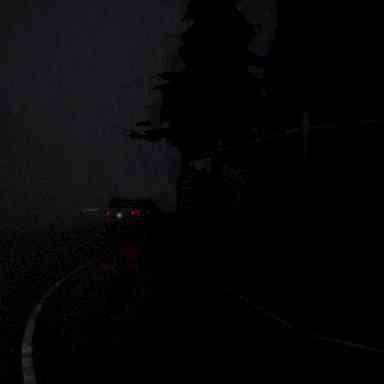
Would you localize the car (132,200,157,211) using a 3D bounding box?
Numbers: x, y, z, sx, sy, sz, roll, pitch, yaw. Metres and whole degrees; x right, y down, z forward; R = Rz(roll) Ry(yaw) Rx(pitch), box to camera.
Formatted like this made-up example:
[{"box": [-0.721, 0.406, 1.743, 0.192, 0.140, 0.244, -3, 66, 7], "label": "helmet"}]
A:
[{"box": [-6.377, 1.811, 45.082, 1.895, 1.301, 4.718, 1, 0, 10], "label": "car"}]

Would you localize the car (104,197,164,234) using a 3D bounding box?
[{"box": [-3.359, 1.313, 20.221, 2.150, 2.045, 5.566, 1, 0, 10], "label": "car"}]

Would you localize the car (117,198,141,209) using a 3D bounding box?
[{"box": [-9.213, 1.684, 49.223, 1.882, 1.535, 5.008, 1, 0, 10], "label": "car"}]

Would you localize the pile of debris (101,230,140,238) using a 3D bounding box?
[{"box": [-3.805, 2.249, 17.946, 1.500, 0.140, 1.860, 1, 0, 10], "label": "pile of debris"}]
